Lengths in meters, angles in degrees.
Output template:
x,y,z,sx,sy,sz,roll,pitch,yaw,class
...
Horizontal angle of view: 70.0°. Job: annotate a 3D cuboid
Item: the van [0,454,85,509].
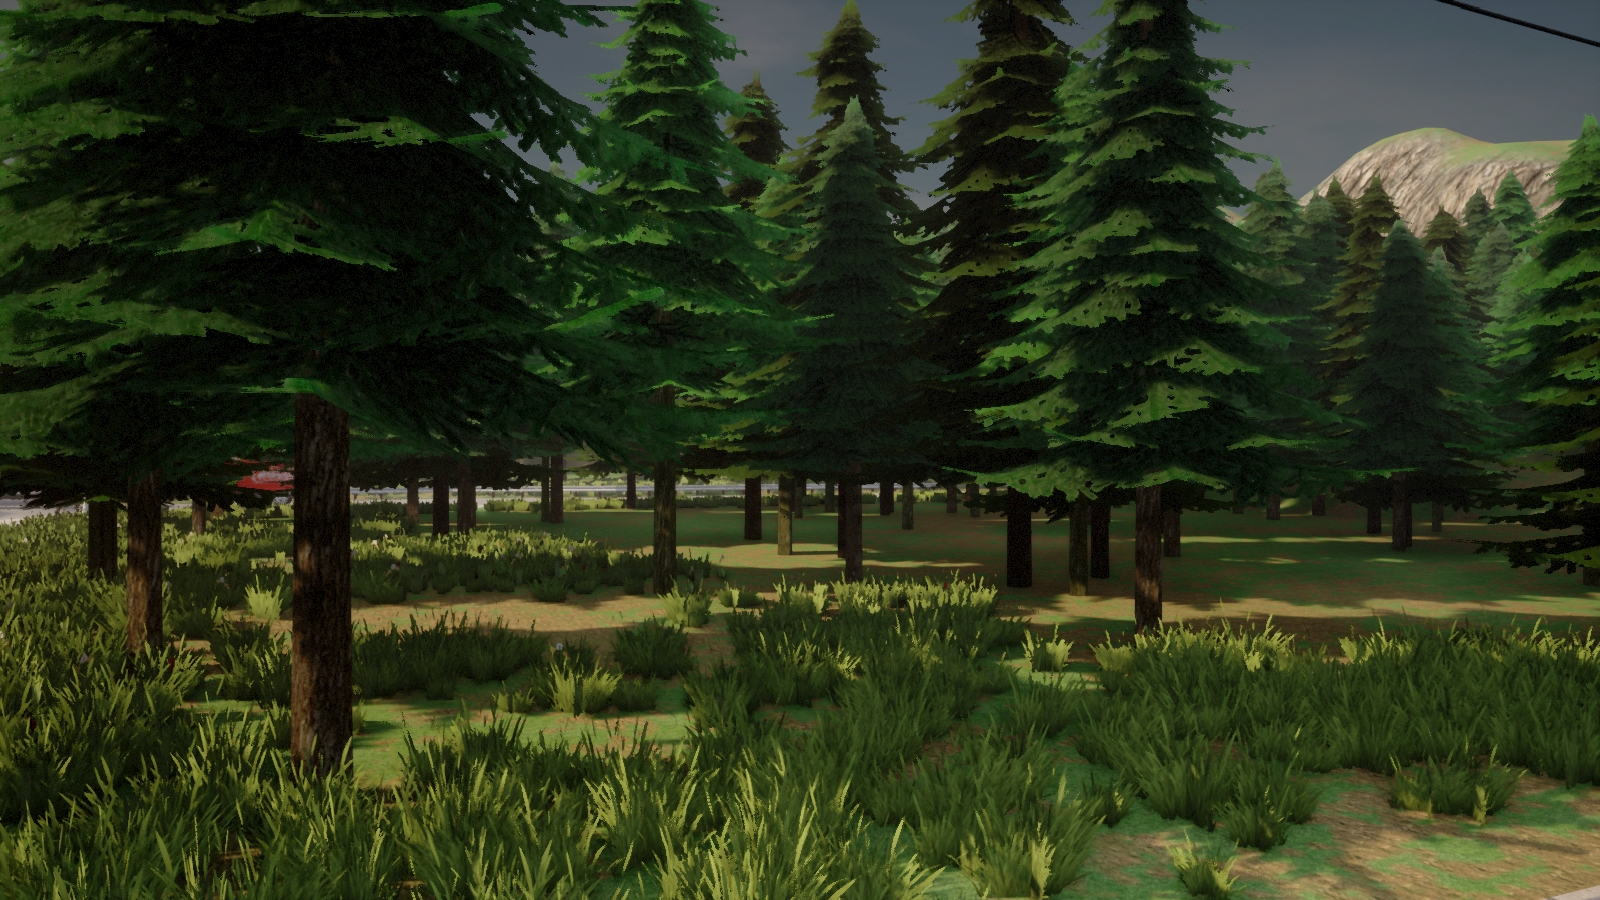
x,y,z,sx,sy,sz,roll,pitch,yaw,class
-38.413,1.521,55.642,5.915,2.561,1.988,0,3,1,van
